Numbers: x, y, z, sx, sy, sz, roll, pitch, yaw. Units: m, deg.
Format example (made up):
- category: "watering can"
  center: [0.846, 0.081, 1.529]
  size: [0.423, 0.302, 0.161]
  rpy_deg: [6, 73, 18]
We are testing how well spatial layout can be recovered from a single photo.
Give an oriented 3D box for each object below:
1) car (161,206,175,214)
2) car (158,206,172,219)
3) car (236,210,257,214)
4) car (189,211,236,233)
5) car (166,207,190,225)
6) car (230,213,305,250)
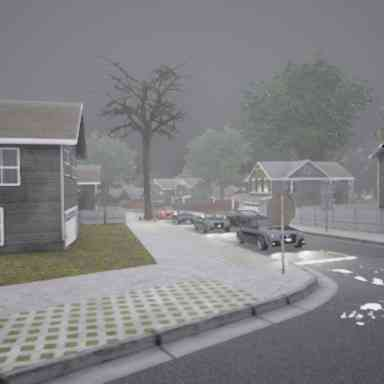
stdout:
- category: "car"
  center: [-4.468, 3.288, 61.424]
  size: [1.812, 1.442, 4.674]
  rpy_deg: [-1, -1, -15]
- category: "car"
  center: [-3.448, 2.743, 45.513]
  size: [2.097, 1.767, 4.553]
  rpy_deg: [-1, -1, -13]
- category: "car"
  center: [4.145, 2.198, 27.053]
  size: [1.882, 1.535, 5.008]
  rpy_deg: [-1, -2, -14]
- category: "car"
  center: [1.453, 2.311, 25.558]
  size: [1.994, 1.385, 4.181]
  rpy_deg: [-1, -2, -14]
- category: "car"
  center: [-1.025, 2.636, 35.586]
  size: [2.033, 1.411, 5.357]
  rpy_deg: [-1, -2, -14]
- category: "car"
  center: [3.743, 1.985, 16.512]
  size: [1.994, 1.385, 4.181]
  rpy_deg: [-1, -2, -15]
